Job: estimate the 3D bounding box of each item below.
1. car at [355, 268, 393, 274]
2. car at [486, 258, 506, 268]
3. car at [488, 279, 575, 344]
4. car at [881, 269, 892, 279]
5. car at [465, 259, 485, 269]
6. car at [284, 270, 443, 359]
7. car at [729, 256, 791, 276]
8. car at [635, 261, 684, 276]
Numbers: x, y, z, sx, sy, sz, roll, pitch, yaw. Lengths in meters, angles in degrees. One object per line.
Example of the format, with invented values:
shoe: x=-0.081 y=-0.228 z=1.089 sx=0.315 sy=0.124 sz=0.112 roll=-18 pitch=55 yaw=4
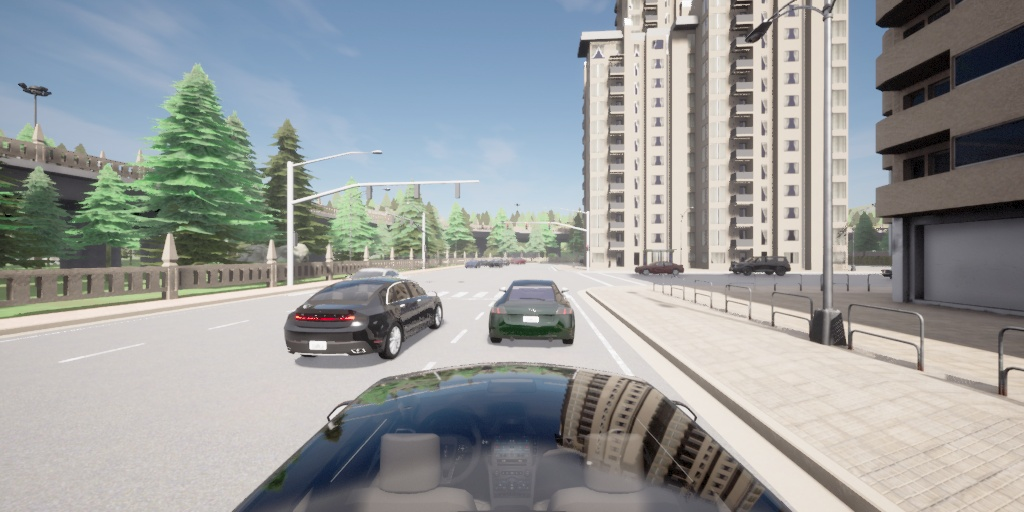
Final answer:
car: x=-6.127 y=1.275 z=15.987 sx=1.812 sy=1.442 sz=4.674 roll=0 pitch=0 yaw=4
car: x=-2.632 y=1.348 z=60.557 sx=1.895 sy=1.301 sz=4.718 roll=0 pitch=0 yaw=5
car: x=0.573 y=1.314 z=9.627 sx=1.994 sy=1.385 sz=4.181 roll=0 pitch=0 yaw=5
car: x=34.388 y=1.404 z=30.162 sx=4.718 sy=1.301 sz=1.895 roll=0 pitch=0 yaw=4
car: x=-6.321 y=1.294 z=58.528 sx=2.033 sy=1.411 sz=5.357 roll=0 pitch=0 yaw=5
car: x=-3.042 y=1.255 z=8.432 sx=1.837 sy=1.490 sz=4.892 roll=0 pitch=0 yaw=5
car: x=26.147 y=1.025 z=37.884 sx=5.566 sy=2.045 sz=2.150 roll=0 pitch=0 yaw=4
car: x=15.789 y=1.281 z=38.559 sx=5.008 sy=1.535 sz=1.882 roll=0 pitch=0 yaw=4
